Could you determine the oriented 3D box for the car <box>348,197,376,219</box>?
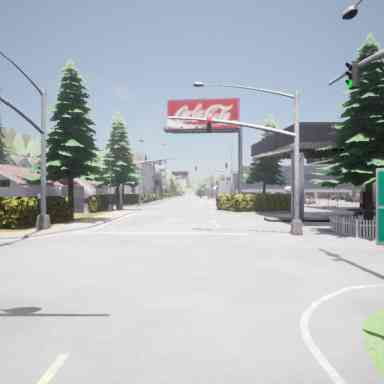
[{"bbox_3d":[14.308,1.505,24.982,3.866,1.878,1.905,0,0,0],"label":"car"}]

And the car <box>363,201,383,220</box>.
[{"bbox_3d":[18.621,1.672,30.662,4.611,1.667,2.242,0,0,0],"label":"car"}]

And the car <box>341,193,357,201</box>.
[{"bbox_3d":[34.732,1.489,71.890,2.007,1.523,4.514,0,0,0],"label":"car"}]

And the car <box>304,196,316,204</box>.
[{"bbox_3d":[22.347,1.552,64.068,1.970,1.475,3.806,0,0,0],"label":"car"}]
